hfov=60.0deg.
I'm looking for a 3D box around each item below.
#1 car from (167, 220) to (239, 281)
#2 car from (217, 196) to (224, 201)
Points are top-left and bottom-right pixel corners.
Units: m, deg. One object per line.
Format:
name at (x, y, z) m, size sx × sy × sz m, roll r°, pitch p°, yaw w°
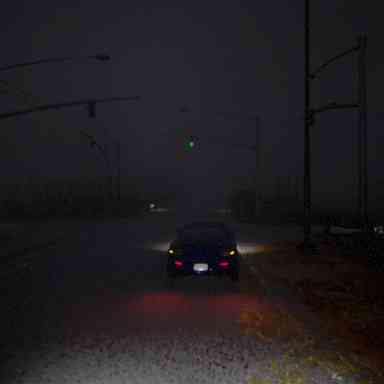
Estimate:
car at (0.399, 1.539, 9.822) m, size 1.812 × 1.442 × 4.674 m, roll 0°, pitch 0°, yaw 5°
car at (6.645, 1.558, 75.710) m, size 1.895 × 1.301 × 4.718 m, roll 0°, pitch -1°, yaw 6°
